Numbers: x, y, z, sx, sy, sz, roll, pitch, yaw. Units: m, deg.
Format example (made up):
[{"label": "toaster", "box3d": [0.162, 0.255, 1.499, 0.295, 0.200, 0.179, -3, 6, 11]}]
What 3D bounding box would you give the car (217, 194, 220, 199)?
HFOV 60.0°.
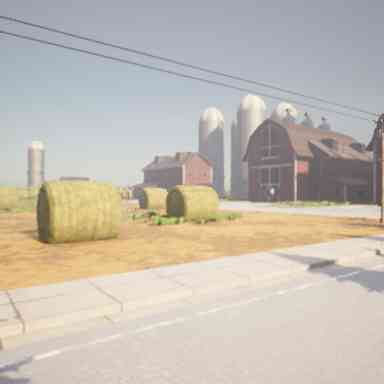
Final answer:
[{"label": "car", "box3d": [3.262, 1.148, 62.798, 3.866, 1.878, 1.905, -2, 5, 11]}]
